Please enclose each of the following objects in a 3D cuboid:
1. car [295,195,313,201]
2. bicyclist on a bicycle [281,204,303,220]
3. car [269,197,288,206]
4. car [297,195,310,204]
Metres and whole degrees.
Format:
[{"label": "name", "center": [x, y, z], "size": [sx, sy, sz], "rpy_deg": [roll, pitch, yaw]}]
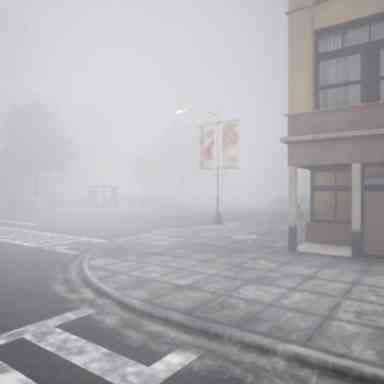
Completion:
[{"label": "car", "center": [27.813, 1.411, 82.559], "size": [4.674, 1.452, 2.002], "rpy_deg": [0, 0, -35]}, {"label": "bicyclist on a bicycle", "center": [7.379, 1.266, 24.552], "size": [1.656, 1.620, 0.582], "rpy_deg": [0, 0, 36]}, {"label": "car", "center": [13.521, 1.444, 51.587], "size": [1.812, 1.442, 4.674], "rpy_deg": [0, 0, 36]}, {"label": "car", "center": [19.539, 1.397, 59.902], "size": [1.882, 1.535, 5.008], "rpy_deg": [0, 0, 37]}]
